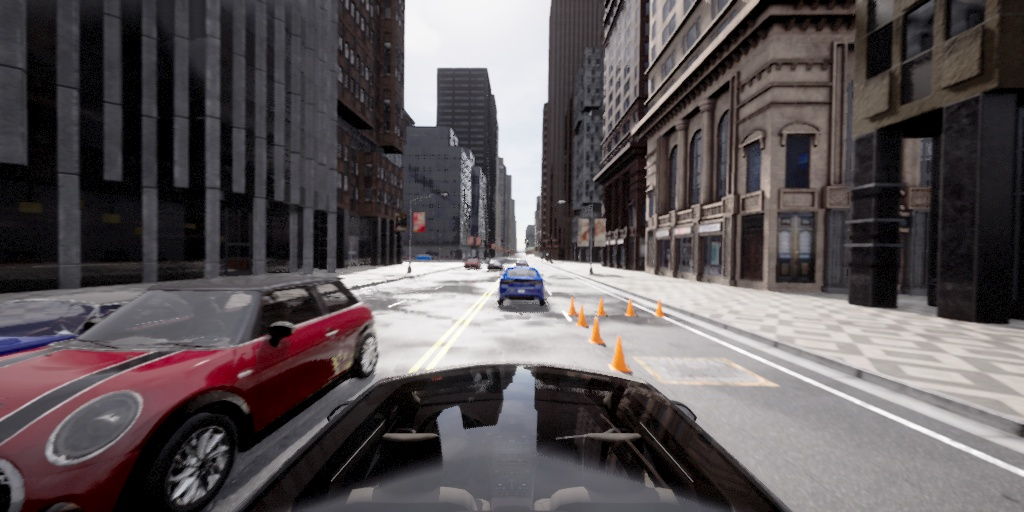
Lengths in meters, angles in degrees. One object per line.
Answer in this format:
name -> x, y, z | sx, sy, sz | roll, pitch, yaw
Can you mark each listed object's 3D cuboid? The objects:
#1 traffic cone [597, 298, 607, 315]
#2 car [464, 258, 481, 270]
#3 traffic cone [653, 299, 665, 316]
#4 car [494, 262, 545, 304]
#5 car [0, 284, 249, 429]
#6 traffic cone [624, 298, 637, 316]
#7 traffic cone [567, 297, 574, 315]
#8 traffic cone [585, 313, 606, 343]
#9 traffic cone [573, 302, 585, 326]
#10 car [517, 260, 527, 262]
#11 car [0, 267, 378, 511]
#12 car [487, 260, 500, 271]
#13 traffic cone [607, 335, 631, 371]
traffic cone -> 3.088, 1.737, 12.431 | 0.340, 0.580, 0.340 | 0, 0, 2
car -> -5.346, 1.064, 49.167 | 1.882, 1.535, 5.008 | 1, 0, 2
traffic cone -> 5.087, 1.766, 12.377 | 0.340, 0.580, 0.340 | 0, 0, 2
car -> 0.432, 1.214, 16.262 | 1.882, 1.535, 5.008 | 1, 0, 2
car -> -6.570, 1.253, 5.247 | 1.895, 1.301, 4.718 | 1, 0, 2
traffic cone -> 4.087, 1.751, 12.404 | 0.340, 0.580, 0.340 | 0, 0, 2
traffic cone -> 2.088, 1.723, 12.458 | 0.340, 0.580, 0.340 | 0, 0, 2
traffic cone -> 1.980, 1.727, 8.460 | 0.340, 0.580, 0.340 | 0, 0, 2
traffic cone -> 2.034, 1.725, 10.459 | 0.340, 0.580, 0.340 | 0, 0, 2
car -> 1.391, 1.225, 51.724 | 2.033, 1.411, 5.357 | 1, 0, 2
car -> -3.343, 1.052, 4.148 | 2.097, 1.767, 4.553 | 1, 0, 2
car -> -2.165, 1.186, 46.828 | 2.033, 1.411, 5.357 | 1, 0, 2
traffic cone -> 1.926, 1.729, 6.460 | 0.340, 0.580, 0.340 | 0, 0, 2
